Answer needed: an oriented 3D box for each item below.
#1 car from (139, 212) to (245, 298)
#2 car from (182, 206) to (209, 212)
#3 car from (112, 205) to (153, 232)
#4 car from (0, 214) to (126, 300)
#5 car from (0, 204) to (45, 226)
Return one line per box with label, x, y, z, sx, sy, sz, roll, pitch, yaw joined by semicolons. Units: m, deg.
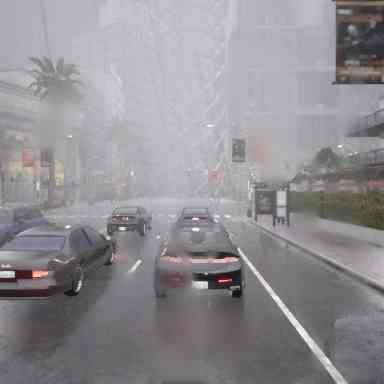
car;0.148;1.491;8.518;2.128;1.511;4.902;0;0;0
car;0.180;1.505;17.935;1.837;1.490;4.892;0;0;0
car;-3.316;1.505;18.315;1.837;1.490;4.892;0;0;0
car;-3.359;1.547;8.571;2.033;1.411;5.357;0;0;0
car;-7.027;1.352;12.274;2.097;1.767;4.553;0;0;1
